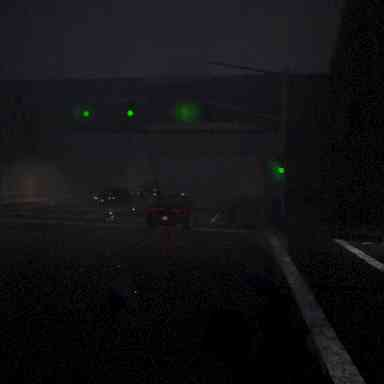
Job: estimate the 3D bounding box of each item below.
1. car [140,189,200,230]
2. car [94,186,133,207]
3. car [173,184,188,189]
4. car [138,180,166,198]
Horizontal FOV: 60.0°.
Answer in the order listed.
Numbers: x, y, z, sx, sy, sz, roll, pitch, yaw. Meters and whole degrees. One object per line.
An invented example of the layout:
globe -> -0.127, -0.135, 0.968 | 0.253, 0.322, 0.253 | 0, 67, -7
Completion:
car -> -0.753, 0.848, 16.189 | 1.882, 1.535, 5.008 | 2, 2, 8
car -> -6.332, 0.330, 27.269 | 1.837, 1.490, 4.892 | 2, 2, 9
car -> -1.849, -0.558, 54.999 | 1.812, 1.442, 4.674 | 2, 2, 9
car -> -4.500, -0.327, 38.654 | 2.150, 2.045, 5.566 | 2, 2, 9
